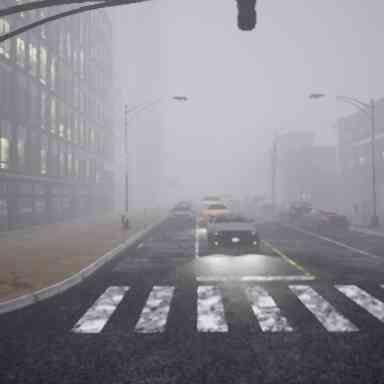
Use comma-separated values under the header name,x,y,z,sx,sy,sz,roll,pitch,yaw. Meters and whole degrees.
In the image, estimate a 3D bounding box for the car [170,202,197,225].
name,x,y,z,sx,sy,sz,roll,pitch,yaw
car,-0.704,1.670,24.843,1.802,1.307,4.206,0,0,1

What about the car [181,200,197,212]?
name,x,y,z,sx,sy,sz,roll,pitch,yaw
car,-0.341,1.732,41.476,1.802,1.307,4.206,0,0,1

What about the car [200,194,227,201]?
name,x,y,z,sx,sy,sz,roll,pitch,yaw
car,2.110,1.314,35.248,2.150,2.045,5.566,-1,0,1

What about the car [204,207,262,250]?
name,x,y,z,sx,sy,sz,roll,pitch,yaw
car,1.647,1.573,14.195,1.994,1.385,4.181,-1,0,1

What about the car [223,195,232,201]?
name,x,y,z,sx,sy,sz,roll,pitch,yaw
car,9.005,1.595,85.658,1.967,1.590,4.097,0,0,1

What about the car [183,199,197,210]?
name,x,y,z,sx,sy,sz,roll,pitch,yaw
car,-0.220,1.750,47.024,1.802,1.307,4.206,0,0,1

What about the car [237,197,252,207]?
name,x,y,z,sx,sy,sz,roll,pitch,yaw
car,8.283,1.598,52.557,1.752,1.417,4.829,0,0,1

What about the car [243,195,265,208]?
name,x,y,z,sx,sy,sz,roll,pitch,yaw
car,8.037,1.351,41.295,2.192,1.841,5.009,0,0,1

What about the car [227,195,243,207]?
name,x,y,z,sx,sy,sz,roll,pitch,yaw
car,5.460,1.588,44.594,1.837,1.490,4.892,-1,0,2

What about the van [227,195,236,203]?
name,x,y,z,sx,sy,sz,roll,pitch,yaw
van,8.763,1.471,74.568,1.690,1.788,3.998,0,0,1

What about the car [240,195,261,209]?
name,x,y,z,sx,sy,sz,roll,pitch,yaw
car,8.158,1.370,46.843,2.192,1.841,5.009,0,0,1

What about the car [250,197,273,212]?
name,x,y,z,sx,sy,sz,roll,pitch,yaw
car,7.916,1.567,35.750,2.008,1.369,4.403,0,0,1

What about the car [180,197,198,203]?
name,x,y,z,sx,sy,sz,roll,pitch,yaw
car,-0.583,1.550,30.388,1.967,1.590,4.097,0,0,1

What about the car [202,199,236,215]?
name,x,y,z,sx,sy,sz,roll,pitch,yaw
car,1.869,1.529,24.561,1.882,1.535,5.008,-1,0,1

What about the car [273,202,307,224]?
name,x,y,z,sx,sy,sz,roll,pitch,yaw
car,7.673,1.414,24.661,1.967,1.590,4.097,0,0,1

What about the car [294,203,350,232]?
name,x,y,z,sx,sy,sz,roll,pitch,yaw
car,7.552,1.533,19.113,1.802,1.307,4.206,0,0,1
